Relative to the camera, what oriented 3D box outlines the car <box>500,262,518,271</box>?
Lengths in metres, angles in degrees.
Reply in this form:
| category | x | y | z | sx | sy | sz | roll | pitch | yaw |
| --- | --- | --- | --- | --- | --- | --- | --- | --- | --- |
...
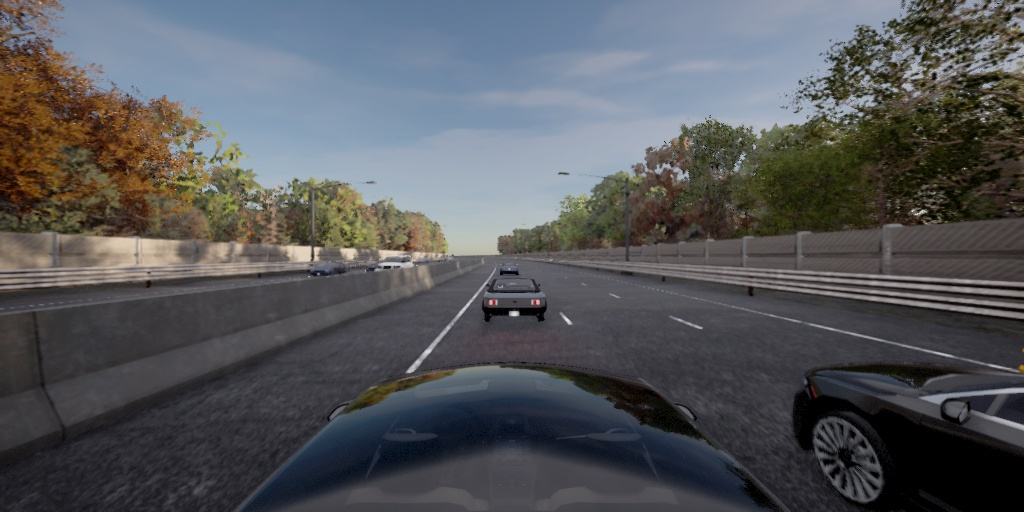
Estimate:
| category | x | y | z | sx | sy | sz | roll | pitch | yaw |
| --- | --- | --- | --- | --- | --- | --- | --- | --- | --- |
| car | -0.319 | 1.325 | 39.117 | 1.994 | 1.385 | 4.181 | 0 | 0 | -1 |

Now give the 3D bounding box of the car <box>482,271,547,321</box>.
| category | x | y | z | sx | sy | sz | roll | pitch | yaw |
| --- | --- | --- | --- | --- | --- | --- | --- | --- | --- |
| car | 0.056 | 1.354 | 12.425 | 1.895 | 1.301 | 4.718 | 0 | 0 | 0 |

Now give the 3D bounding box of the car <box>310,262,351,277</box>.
| category | x | y | z | sx | sy | sz | roll | pitch | yaw |
| --- | --- | --- | --- | --- | --- | --- | --- | --- | --- |
| car | -17.945 | 1.305 | 35.819 | 2.033 | 1.411 | 5.357 | 0 | 0 | -1 |

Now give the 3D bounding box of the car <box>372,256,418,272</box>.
| category | x | y | z | sx | sy | sz | roll | pitch | yaw |
| --- | --- | --- | --- | --- | --- | --- | --- | --- | --- |
| car | -10.910 | 0.980 | 33.893 | 2.150 | 2.045 | 5.566 | 0 | 0 | -1 |

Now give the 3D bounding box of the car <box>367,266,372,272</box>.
| category | x | y | z | sx | sy | sz | roll | pitch | yaw |
| --- | --- | --- | --- | --- | --- | --- | --- | --- | --- |
| car | -14.533 | 1.360 | 40.150 | 1.895 | 1.301 | 4.718 | 0 | 0 | -1 |

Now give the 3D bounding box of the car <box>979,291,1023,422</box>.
| category | x | y | z | sx | sy | sz | roll | pitch | yaw |
| --- | --- | --- | --- | --- | --- | --- | --- | --- | --- |
| car | 7.092 | 1.226 | 2.221 | 1.882 | 1.535 | 5.008 | 0 | 0 | 0 |

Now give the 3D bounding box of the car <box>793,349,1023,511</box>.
| category | x | y | z | sx | sy | sz | roll | pitch | yaw |
| --- | --- | --- | --- | --- | --- | --- | --- | --- | --- |
| car | 3.593 | 1.241 | 1.426 | 2.128 | 1.511 | 4.902 | 0 | 0 | 0 |
